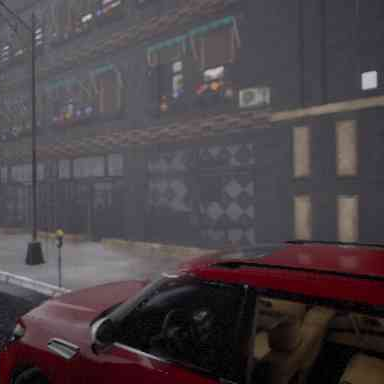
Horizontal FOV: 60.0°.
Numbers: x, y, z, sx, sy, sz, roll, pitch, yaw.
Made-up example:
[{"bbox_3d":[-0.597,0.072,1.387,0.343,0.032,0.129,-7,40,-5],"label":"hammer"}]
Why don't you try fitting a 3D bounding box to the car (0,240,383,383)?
[{"bbox_3d":[0.627,1.316,2.443,5.009,1.841,2.192,0,-1,36],"label":"car"}]
